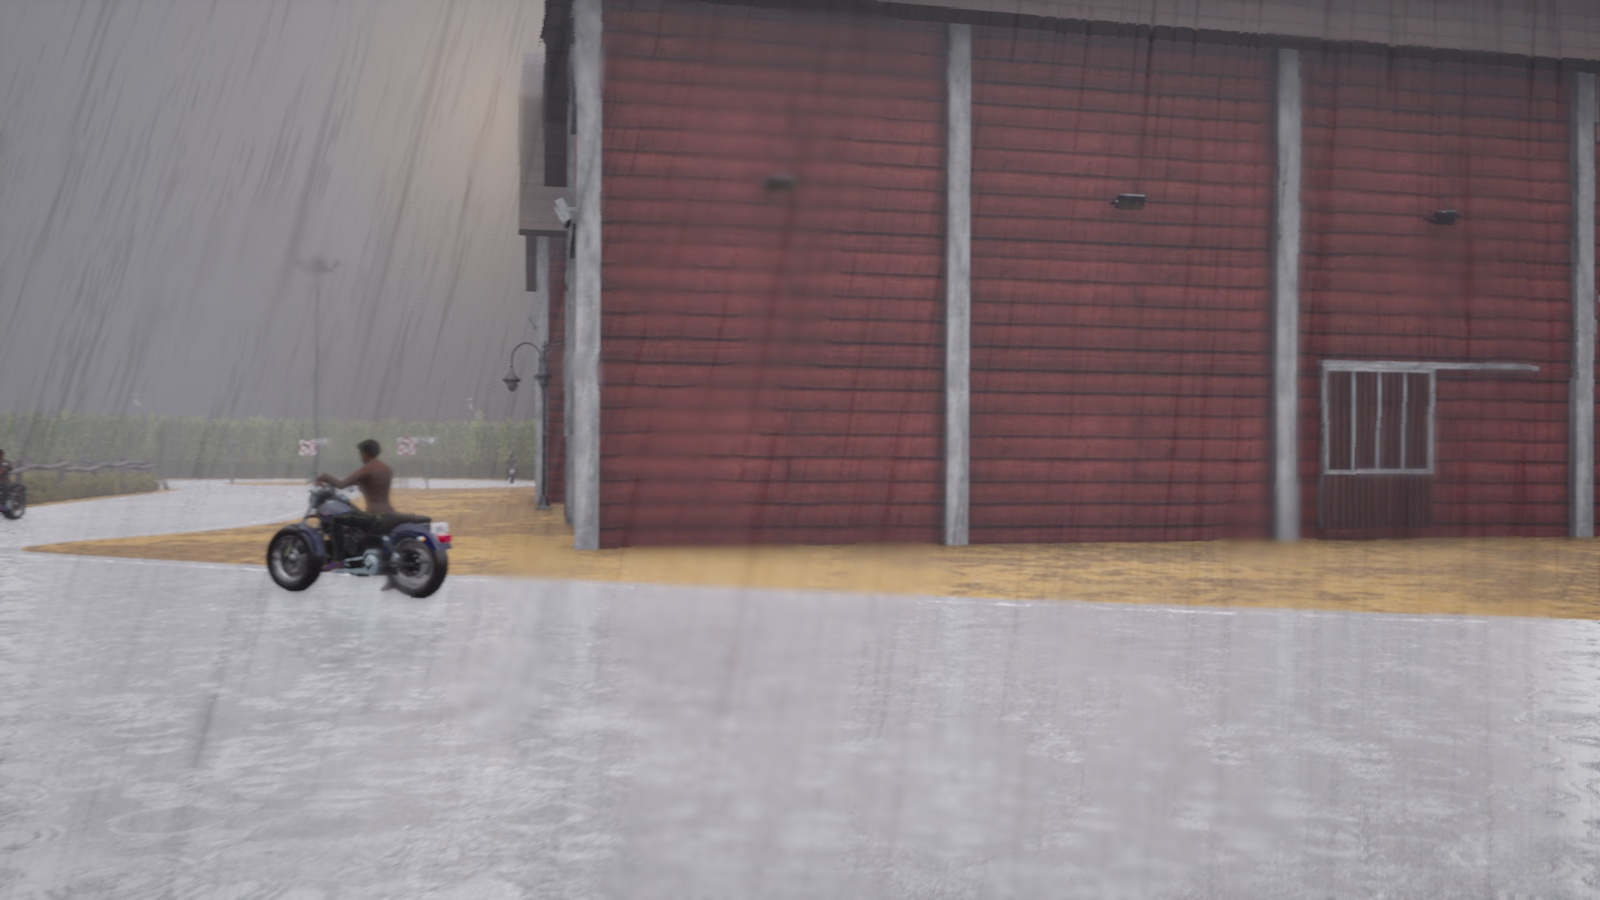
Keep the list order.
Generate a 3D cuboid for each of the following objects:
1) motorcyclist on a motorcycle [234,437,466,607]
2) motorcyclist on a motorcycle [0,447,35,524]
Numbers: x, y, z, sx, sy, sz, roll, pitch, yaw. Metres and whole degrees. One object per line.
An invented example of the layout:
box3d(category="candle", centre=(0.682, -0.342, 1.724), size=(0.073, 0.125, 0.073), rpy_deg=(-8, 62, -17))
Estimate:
box3d(category="motorcyclist on a motorcycle", centre=(-4.669, 0.705, 13.018), size=(2.350, 1.649, 0.766), rpy_deg=(0, -1, 22))
box3d(category="motorcyclist on a motorcycle", centre=(-17.673, 0.760, 27.333), size=(0.766, 1.649, 2.350), rpy_deg=(1, 0, -5))
